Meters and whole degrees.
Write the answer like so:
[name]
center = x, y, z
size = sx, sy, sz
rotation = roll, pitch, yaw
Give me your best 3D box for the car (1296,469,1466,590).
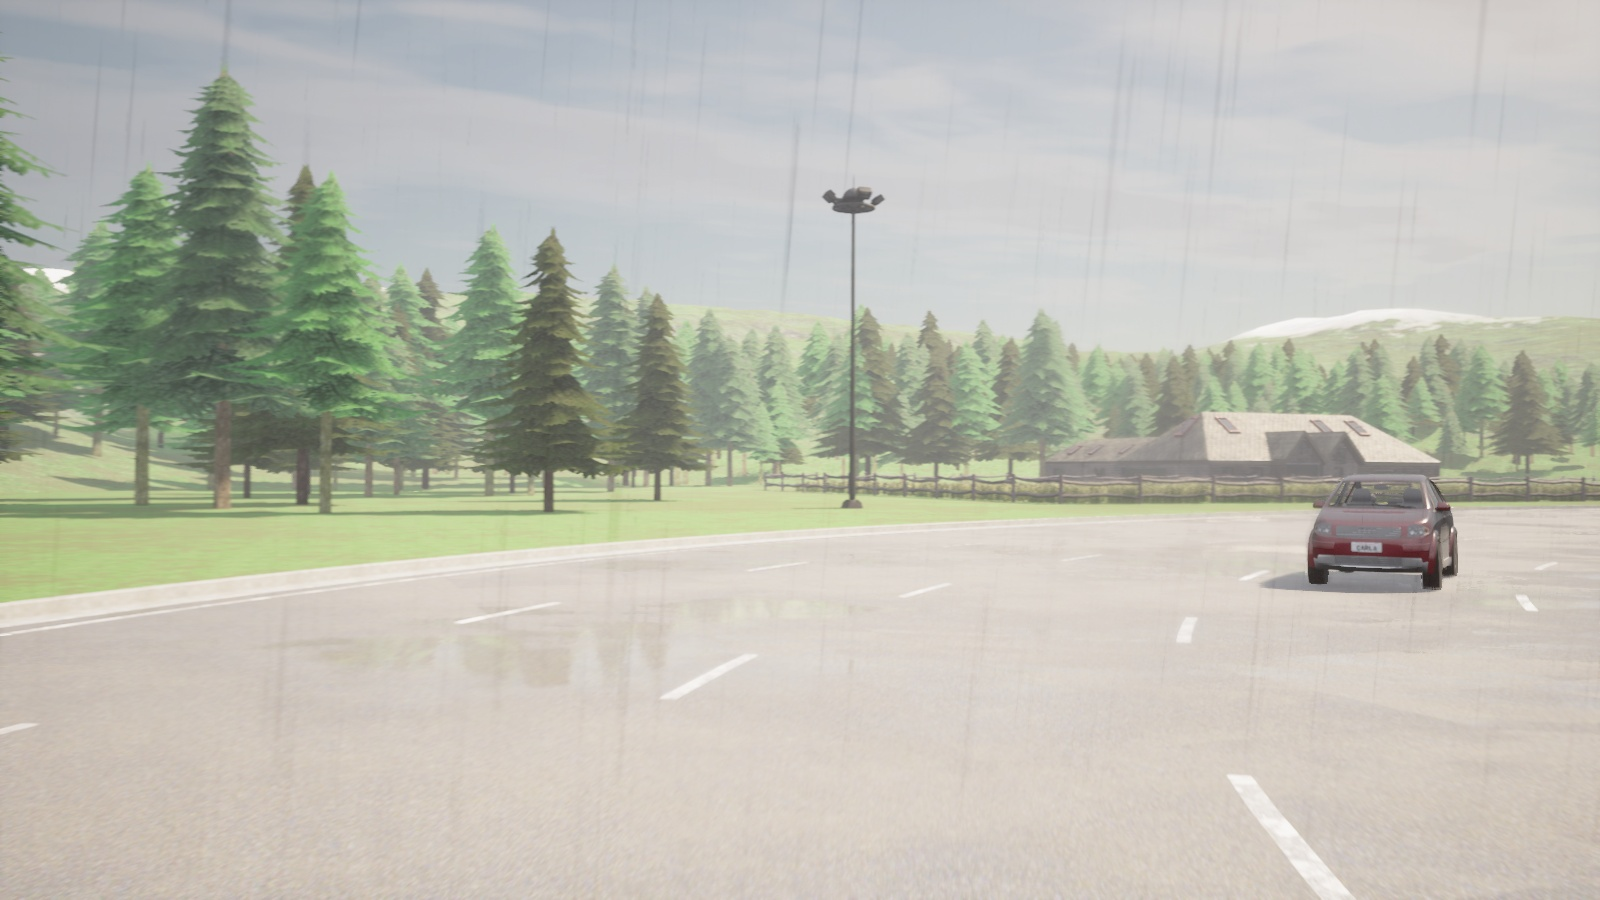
[car]
center = 8.499, 1.060, 18.214
size = 1.789, 1.549, 3.705
rotation = -1, -1, 32
